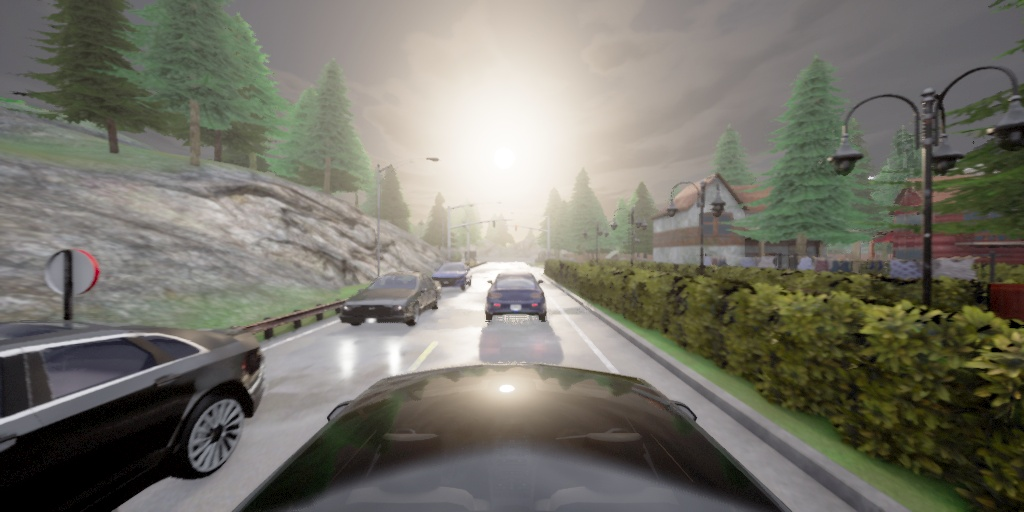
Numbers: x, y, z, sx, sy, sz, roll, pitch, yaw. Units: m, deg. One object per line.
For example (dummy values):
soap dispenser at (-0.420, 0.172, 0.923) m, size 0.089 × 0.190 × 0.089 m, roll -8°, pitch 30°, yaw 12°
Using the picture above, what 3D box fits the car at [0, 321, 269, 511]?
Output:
car at (-3.601, 1.239, 1.908) m, size 2.128 × 1.511 × 4.902 m, roll 0°, pitch 0°, yaw 0°

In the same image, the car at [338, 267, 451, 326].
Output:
car at (-3.583, 1.253, 11.783) m, size 2.033 × 1.411 × 5.357 m, roll 0°, pitch 0°, yaw 0°

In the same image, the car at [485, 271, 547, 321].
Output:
car at (0.111, 1.232, 12.092) m, size 1.812 × 1.442 × 4.674 m, roll 0°, pitch 0°, yaw 0°

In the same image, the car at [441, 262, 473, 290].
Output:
car at (-3.539, 1.141, 21.808) m, size 1.882 × 1.535 × 5.008 m, roll 0°, pitch 0°, yaw 0°
